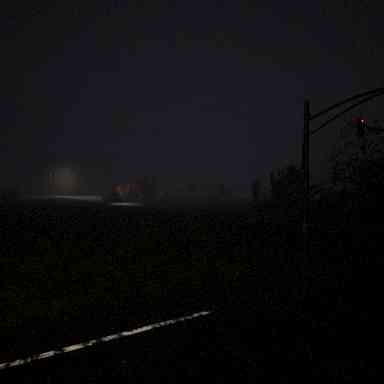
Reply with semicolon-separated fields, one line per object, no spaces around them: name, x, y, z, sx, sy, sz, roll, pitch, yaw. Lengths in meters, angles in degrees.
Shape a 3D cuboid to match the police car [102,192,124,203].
police car;-11.806;0.821;49.790;2.038;1.542;4.974;1;0;-32
